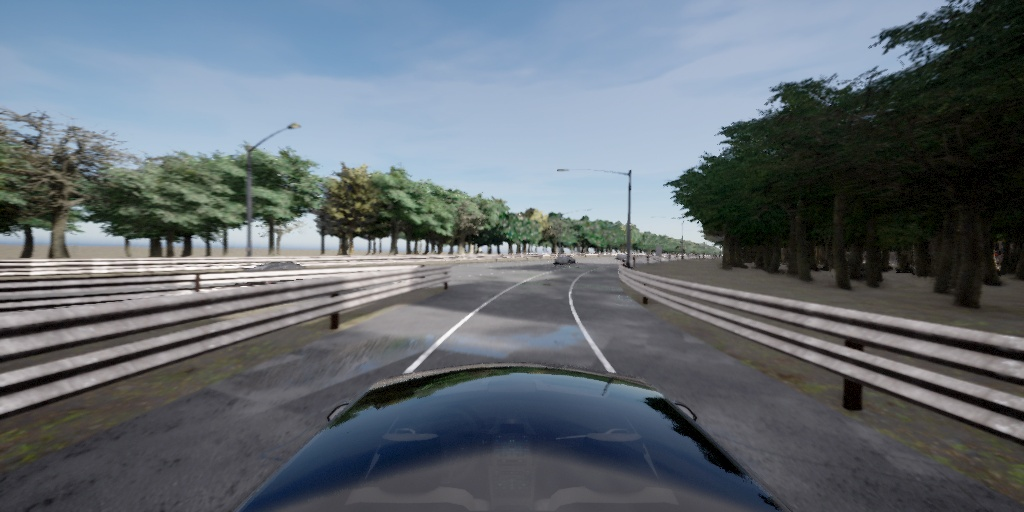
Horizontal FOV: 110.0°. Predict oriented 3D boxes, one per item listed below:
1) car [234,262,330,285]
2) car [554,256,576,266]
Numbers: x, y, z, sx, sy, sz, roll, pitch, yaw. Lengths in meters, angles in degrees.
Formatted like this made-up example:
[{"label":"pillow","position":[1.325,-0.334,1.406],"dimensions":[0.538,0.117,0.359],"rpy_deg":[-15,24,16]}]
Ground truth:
[{"label":"car","position":[-12.208,1.060,19.529],"dimensions":[1.812,1.442,4.674],"rpy_deg":[2,1,32]},{"label":"car","position":[7.611,0.645,50.943],"dimensions":[1.994,1.385,4.181],"rpy_deg":[2,2,32]}]
